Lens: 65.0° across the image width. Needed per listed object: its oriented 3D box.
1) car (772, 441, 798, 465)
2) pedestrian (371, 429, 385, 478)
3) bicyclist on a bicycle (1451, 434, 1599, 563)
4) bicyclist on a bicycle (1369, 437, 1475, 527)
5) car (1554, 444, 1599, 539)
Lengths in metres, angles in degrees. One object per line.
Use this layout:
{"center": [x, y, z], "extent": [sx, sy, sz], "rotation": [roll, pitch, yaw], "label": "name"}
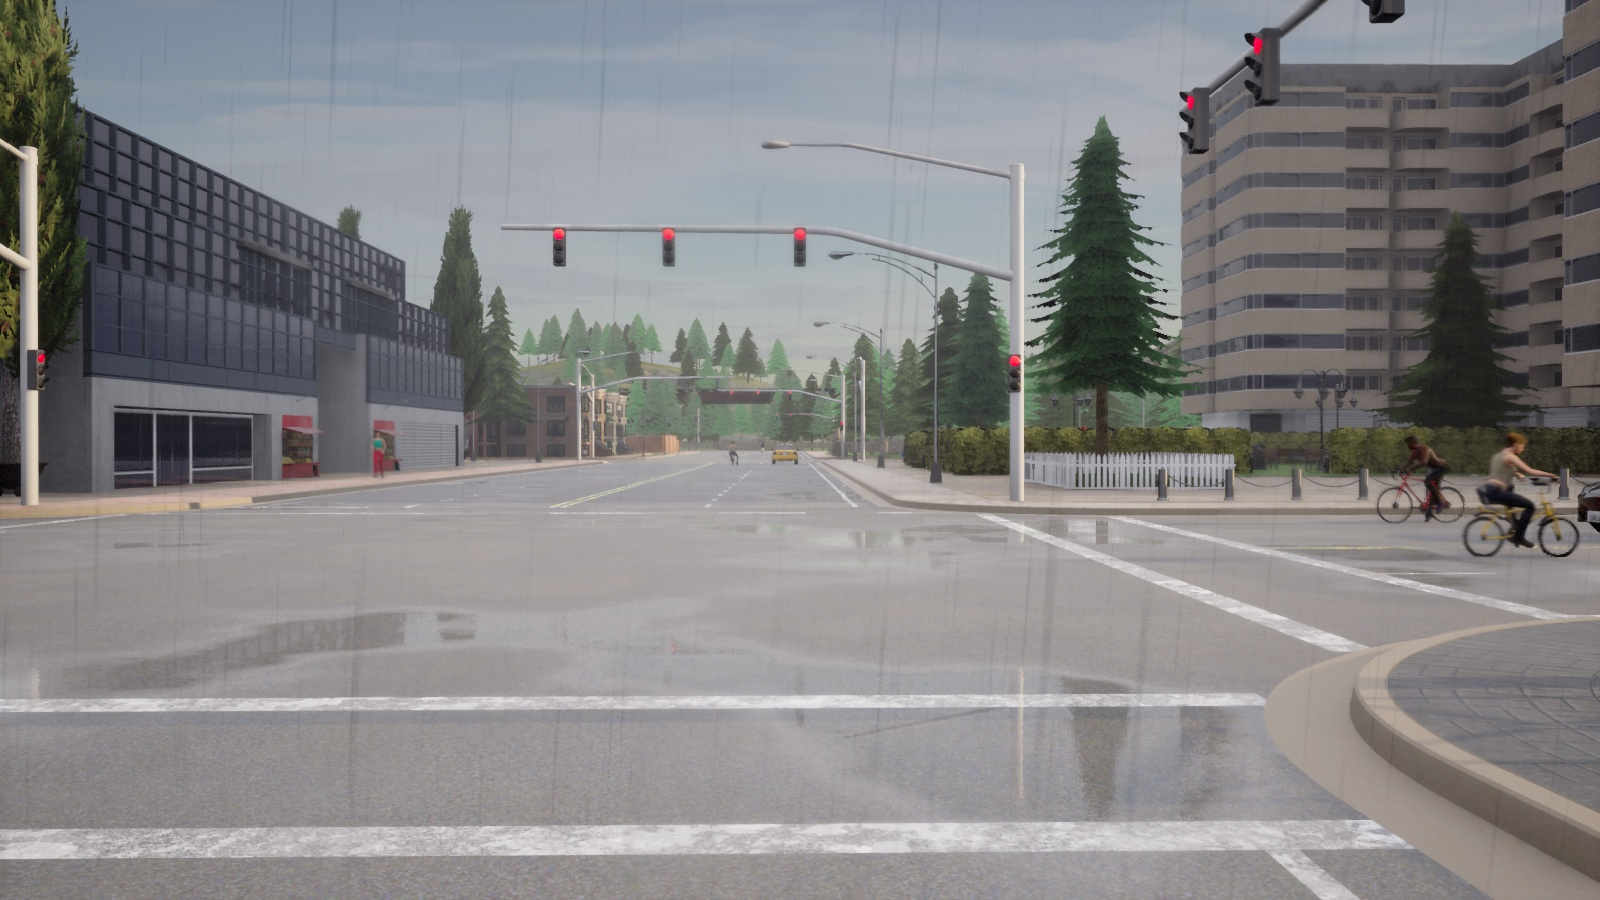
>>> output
{"center": [-1.048, 0.189, 87.747], "extent": [1.801, 1.575, 5.366], "rotation": [0, 0, -1], "label": "car"}
{"center": [-15.992, 0.123, 47.603], "extent": [0.345, 1.836, 0.594], "rotation": [0, 0, -1], "label": "pedestrian"}
{"center": [9.324, 0.600, 16.102], "extent": [1.509, 1.612, 0.866], "rotation": [0, 0, 0], "label": "bicyclist on a bicycle"}
{"center": [11.414, 0.578, 23.080], "extent": [1.656, 1.620, 0.582], "rotation": [0, 0, -1], "label": "bicyclist on a bicycle"}
{"center": [14.827, 0.647, 19.625], "extent": [4.792, 1.488, 2.163], "rotation": [0, 0, -1], "label": "car"}
